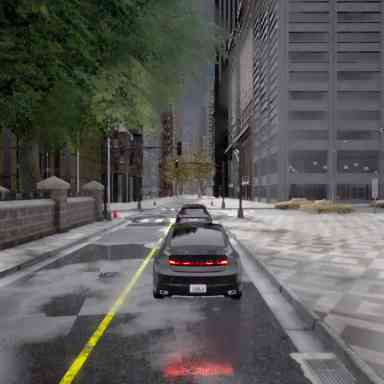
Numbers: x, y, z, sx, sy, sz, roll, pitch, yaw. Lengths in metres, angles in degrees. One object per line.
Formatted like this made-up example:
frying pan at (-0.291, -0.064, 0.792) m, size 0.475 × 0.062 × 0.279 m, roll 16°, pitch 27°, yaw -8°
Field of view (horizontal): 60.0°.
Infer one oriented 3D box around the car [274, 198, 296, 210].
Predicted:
car at (12.111, 1.330, 39.054) m, size 4.829 × 1.417 × 1.752 m, roll -1°, pitch 1°, yaw 0°

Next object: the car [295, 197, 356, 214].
car at (12.411, 1.343, 30.527) m, size 4.829 × 1.417 × 1.752 m, roll -1°, pitch 1°, yaw 0°

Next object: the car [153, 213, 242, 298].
car at (0.114, 1.508, 8.471) m, size 1.837 × 1.490 × 4.892 m, roll 0°, pitch 0°, yaw 0°

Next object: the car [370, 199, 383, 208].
car at (23.452, 1.146, 38.988) m, size 4.829 × 1.417 × 1.752 m, roll -1°, pitch 1°, yaw 0°

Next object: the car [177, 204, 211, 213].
car at (0.101, 1.441, 18.601) m, size 2.033 × 1.649 × 4.856 m, roll 0°, pitch 0°, yaw 1°
